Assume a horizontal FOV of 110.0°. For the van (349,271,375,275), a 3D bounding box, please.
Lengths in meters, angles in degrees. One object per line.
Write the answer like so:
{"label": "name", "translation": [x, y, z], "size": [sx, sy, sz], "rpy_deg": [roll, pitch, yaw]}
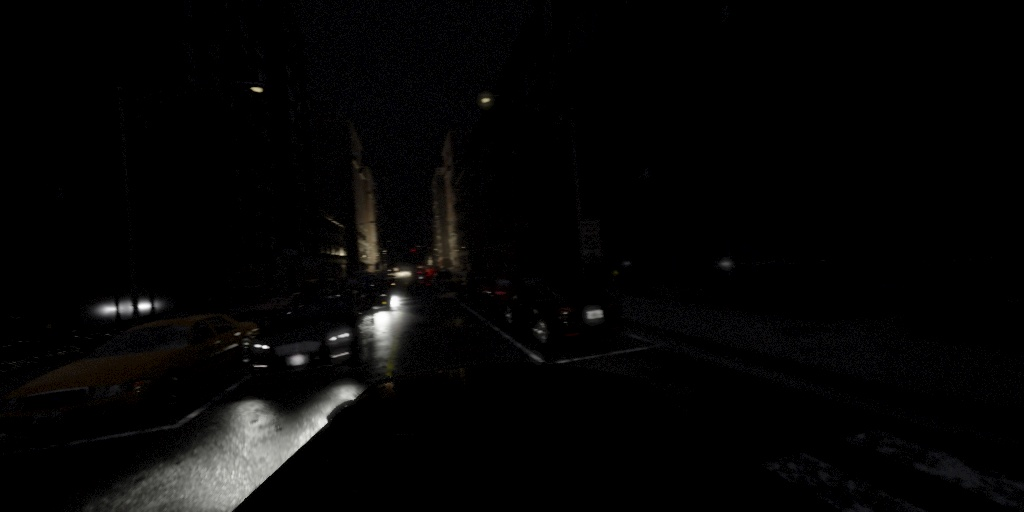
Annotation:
{"label": "van", "translation": [-13.934, 2.291, 33.044], "size": [1.690, 1.789, 3.998], "rpy_deg": [0, 0, -16]}

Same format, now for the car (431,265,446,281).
{"label": "car", "translation": [-7.714, 2.055, 40.441], "size": [2.007, 1.370, 4.403], "rpy_deg": [0, 0, -16]}

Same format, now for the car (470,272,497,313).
{"label": "car", "translation": [-0.323, 1.412, 14.415], "size": [1.802, 1.307, 4.207], "rpy_deg": [0, 0, -16]}

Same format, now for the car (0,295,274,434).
{"label": "car", "translation": [-6.496, 1.799, 6.854], "size": [1.751, 1.417, 4.829], "rpy_deg": [0, 0, -16]}

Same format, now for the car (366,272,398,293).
{"label": "car", "translation": [-9.839, 2.214, 27.763], "size": [1.895, 1.301, 4.718], "rpy_deg": [-4, 0, -16]}

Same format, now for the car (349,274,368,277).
{"label": "car", "translation": [-12.456, 2.398, 27.839], "size": [1.802, 1.307, 4.207], "rpy_deg": [0, 0, -16]}

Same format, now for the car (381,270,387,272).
{"label": "car", "translation": [-18.322, 2.878, 48.495], "size": [1.751, 1.417, 4.829], "rpy_deg": [0, 0, -16]}

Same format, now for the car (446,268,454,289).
{"label": "car", "translation": [-3.326, 1.626, 24.988], "size": [1.751, 1.417, 4.829], "rpy_deg": [0, 0, -16]}

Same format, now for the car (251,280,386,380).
{"label": "car", "translation": [-4.422, 1.608, 8.586], "size": [2.128, 1.511, 4.902], "rpy_deg": [-4, 0, -16]}

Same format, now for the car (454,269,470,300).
{"label": "car", "translation": [-1.801, 1.532, 19.620], "size": [1.948, 1.339, 4.313], "rpy_deg": [0, 0, -16]}

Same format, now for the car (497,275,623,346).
{"label": "car", "translation": [1.156, 1.260, 9.209], "size": [1.948, 1.339, 4.313], "rpy_deg": [0, 0, -16]}

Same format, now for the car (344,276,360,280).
{"label": "car", "translation": [-10.977, 2.246, 22.633], "size": [1.948, 1.339, 4.313], "rpy_deg": [0, 0, -16]}

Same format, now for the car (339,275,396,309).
{"label": "car", "translation": [-7.104, 1.927, 18.054], "size": [1.994, 1.385, 4.181], "rpy_deg": [-4, 0, -17]}

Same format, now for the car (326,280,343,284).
{"label": "car", "translation": [-9.499, 2.111, 17.428], "size": [1.948, 1.339, 4.313], "rpy_deg": [0, 0, -16]}

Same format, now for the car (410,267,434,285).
{"label": "car", "translation": [-9.675, 2.206, 37.755], "size": [1.994, 1.385, 4.181], "rpy_deg": [-4, 0, -16]}

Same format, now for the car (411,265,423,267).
{"label": "car", "translation": [-12.952, 2.432, 49.159], "size": [2.128, 1.511, 4.902], "rpy_deg": [-4, 0, -15]}
